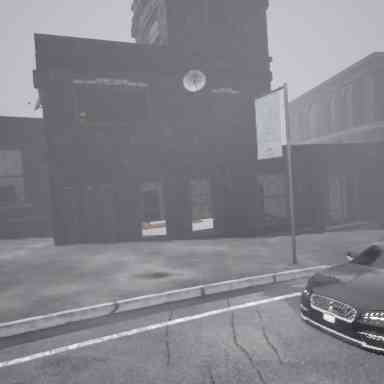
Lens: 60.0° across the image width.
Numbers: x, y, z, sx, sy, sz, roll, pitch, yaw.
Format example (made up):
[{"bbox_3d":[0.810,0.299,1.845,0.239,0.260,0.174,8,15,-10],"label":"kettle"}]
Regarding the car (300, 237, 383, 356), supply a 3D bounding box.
[{"bbox_3d":[4.058,1.472,5.645,4.892,1.490,1.837,0,0,-26],"label":"car"}]
